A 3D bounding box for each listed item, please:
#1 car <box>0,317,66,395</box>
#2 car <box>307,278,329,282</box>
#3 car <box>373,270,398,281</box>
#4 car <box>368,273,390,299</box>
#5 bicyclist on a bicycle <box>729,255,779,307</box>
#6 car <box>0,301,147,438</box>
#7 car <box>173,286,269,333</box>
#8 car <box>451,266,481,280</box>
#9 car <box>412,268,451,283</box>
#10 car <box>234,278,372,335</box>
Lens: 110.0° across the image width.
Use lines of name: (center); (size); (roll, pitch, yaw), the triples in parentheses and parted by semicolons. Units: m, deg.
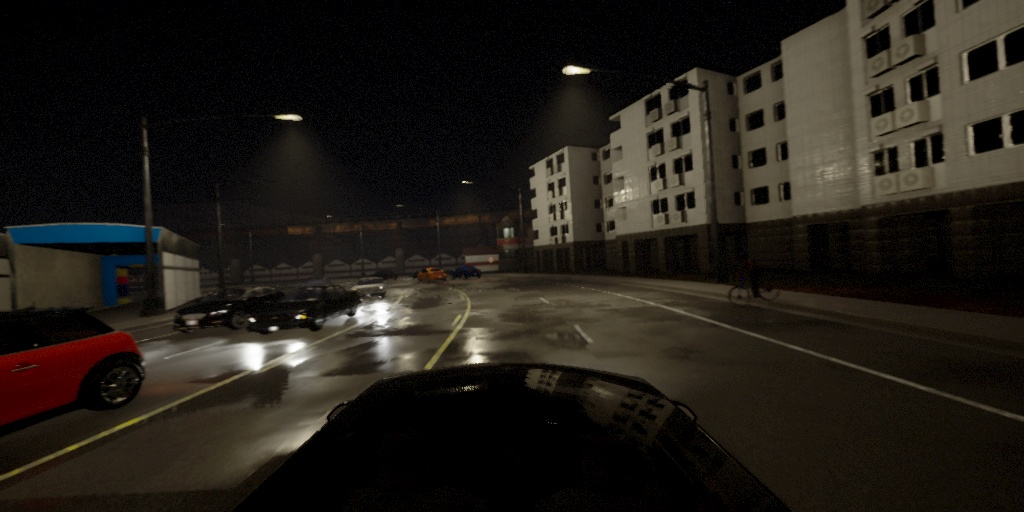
car: (-10.609, 2.015, 5.393); (1.895, 1.301, 4.718); (-3, 0, 0)
car: (-13.247, 2.264, 24.593); (2.033, 1.411, 5.357); (-3, 0, -22)
car: (-17.372, 2.619, 48.281); (5.008, 1.535, 1.882); (-3, 0, 40)
car: (-9.150, 2.060, 23.258); (1.895, 1.301, 4.718); (-3, 0, -18)
bicyclist on a bicycle: (7.553, 0.735, 11.342); (1.656, 1.620, 0.582); (-12, 0, -1)
car: (-7.158, 1.548, 3.993); (2.097, 1.767, 4.553); (-3, 0, -1)
car: (-10.967, 1.994, 14.399); (2.128, 1.511, 4.902); (-3, 0, -7)
car: (-5.260, 1.826, 39.866); (1.882, 1.535, 5.008); (-3, 0, -34)
car: (-8.717, 2.025, 38.612); (1.882, 1.535, 5.008); (-3, 0, -33)
car: (-7.318, 1.823, 13.407); (2.033, 1.411, 5.357); (-3, 0, -3)
